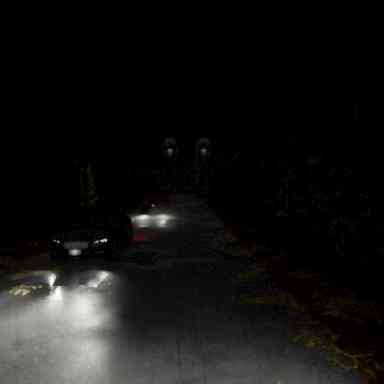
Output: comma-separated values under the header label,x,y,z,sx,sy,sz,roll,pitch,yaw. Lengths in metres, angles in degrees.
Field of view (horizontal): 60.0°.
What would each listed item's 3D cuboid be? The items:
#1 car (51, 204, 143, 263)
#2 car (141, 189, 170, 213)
label,x,y,z,sx,sy,sz,roll,pitch,yaw
car,-3.252,1.379,11.660,2.128,1.511,4.902,0,1,0
car,-3.262,0.733,30.675,2.150,2.045,5.566,0,1,0
